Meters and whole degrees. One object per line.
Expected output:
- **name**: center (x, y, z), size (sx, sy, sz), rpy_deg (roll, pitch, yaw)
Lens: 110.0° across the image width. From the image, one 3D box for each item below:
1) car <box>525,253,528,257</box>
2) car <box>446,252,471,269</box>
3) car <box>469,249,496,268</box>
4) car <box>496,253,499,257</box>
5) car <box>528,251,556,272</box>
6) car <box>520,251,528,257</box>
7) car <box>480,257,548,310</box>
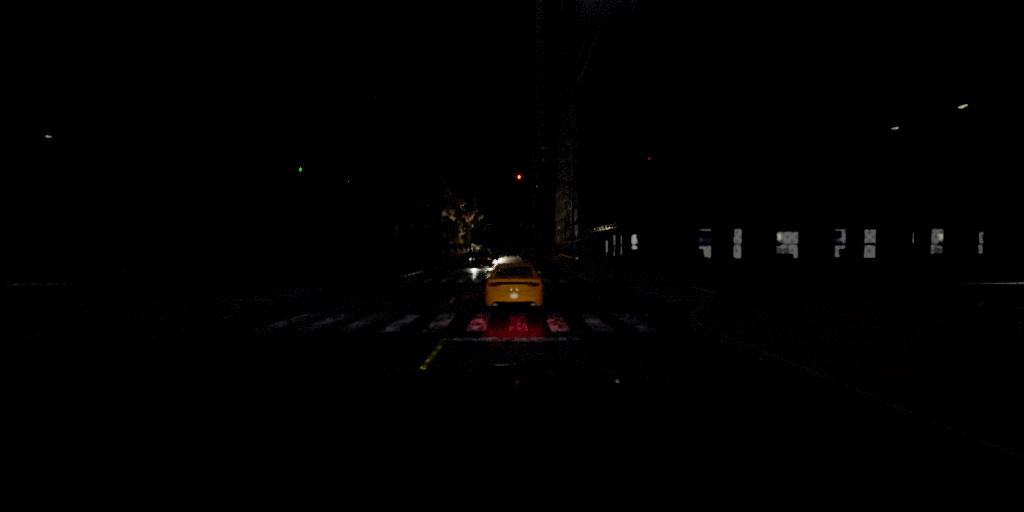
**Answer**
- **car**: center (2.676, 0.544, 37.138), size (1.948, 1.339, 4.313), rpy_deg (0, 0, 0)
- **car**: center (-5.705, 0.524, 37.132), size (1.888, 1.381, 4.507), rpy_deg (0, 0, 0)
- **car**: center (-3.112, 0.304, 38.360), size (2.097, 1.767, 4.553), rpy_deg (0, 1, 0)
- **car**: center (-3.075, 0.156, 56.468), size (1.895, 1.301, 4.718), rpy_deg (0, 1, 0)
- **car**: center (2.679, 0.542, 31.459), size (1.967, 1.591, 4.097), rpy_deg (0, 0, 0)
- **car**: center (2.667, 0.045, 59.857), size (1.948, 1.339, 4.313), rpy_deg (0, 0, 0)
- **car**: center (0.076, 0.978, 13.281), size (1.882, 1.535, 5.008), rpy_deg (0, 2, 0)
